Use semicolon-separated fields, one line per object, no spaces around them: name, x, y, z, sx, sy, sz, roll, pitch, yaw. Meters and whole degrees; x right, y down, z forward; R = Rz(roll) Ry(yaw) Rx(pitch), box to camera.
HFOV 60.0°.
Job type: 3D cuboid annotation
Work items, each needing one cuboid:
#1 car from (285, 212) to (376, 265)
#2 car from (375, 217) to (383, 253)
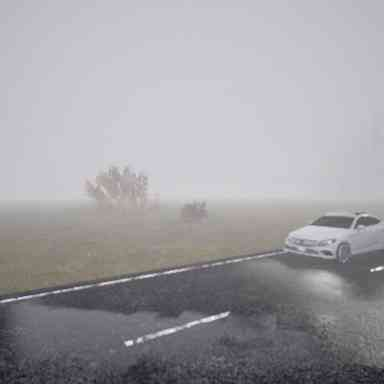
car;5.211;1.426;11.446;4.674;1.442;1.812;-1;0;-36
car;7.295;1.390;8.941;4.902;1.511;2.128;-1;0;-36
